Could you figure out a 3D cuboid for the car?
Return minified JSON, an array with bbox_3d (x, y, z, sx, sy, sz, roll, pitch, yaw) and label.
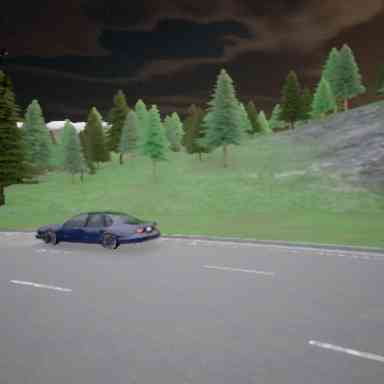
[{"bbox_3d":[-3.986,1.515,13.917,5.357,1.411,2.033,-1,0,23],"label":"car"}]
